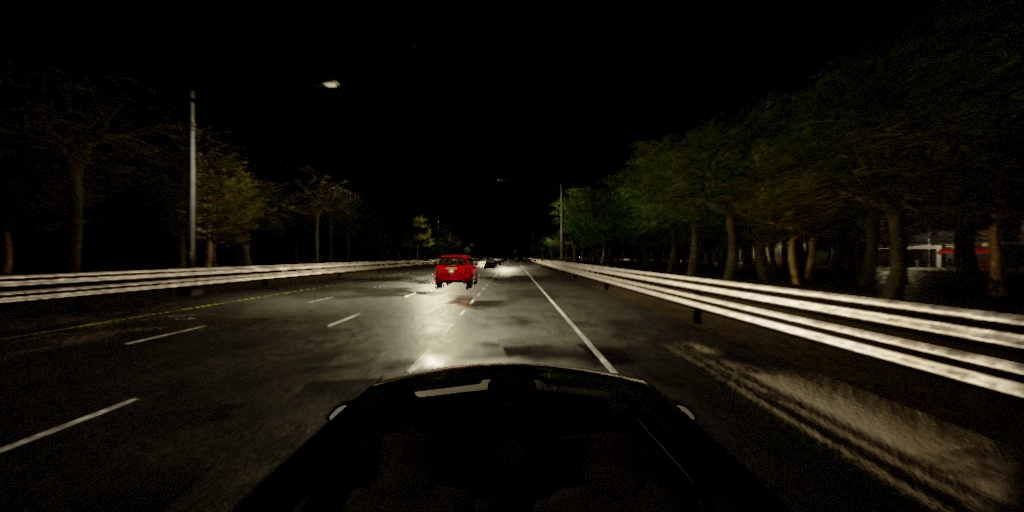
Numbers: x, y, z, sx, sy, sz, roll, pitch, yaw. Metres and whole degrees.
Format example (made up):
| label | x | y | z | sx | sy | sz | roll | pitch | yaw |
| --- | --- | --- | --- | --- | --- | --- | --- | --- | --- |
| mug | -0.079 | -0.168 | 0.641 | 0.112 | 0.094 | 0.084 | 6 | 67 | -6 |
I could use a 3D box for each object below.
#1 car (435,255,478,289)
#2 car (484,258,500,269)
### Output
| label | x | y | z | sx | sy | sz | roll | pitch | yaw |
| --- | --- | --- | --- | --- | --- | --- | --- | --- | --- |
| car | -3.484 | 0.979 | 23.283 | 2.150 | 2.045 | 5.566 | 0 | 0 | 0 |
| car | -3.386 | 1.315 | 57.325 | 2.033 | 1.411 | 5.357 | 0 | 0 | 0 |
